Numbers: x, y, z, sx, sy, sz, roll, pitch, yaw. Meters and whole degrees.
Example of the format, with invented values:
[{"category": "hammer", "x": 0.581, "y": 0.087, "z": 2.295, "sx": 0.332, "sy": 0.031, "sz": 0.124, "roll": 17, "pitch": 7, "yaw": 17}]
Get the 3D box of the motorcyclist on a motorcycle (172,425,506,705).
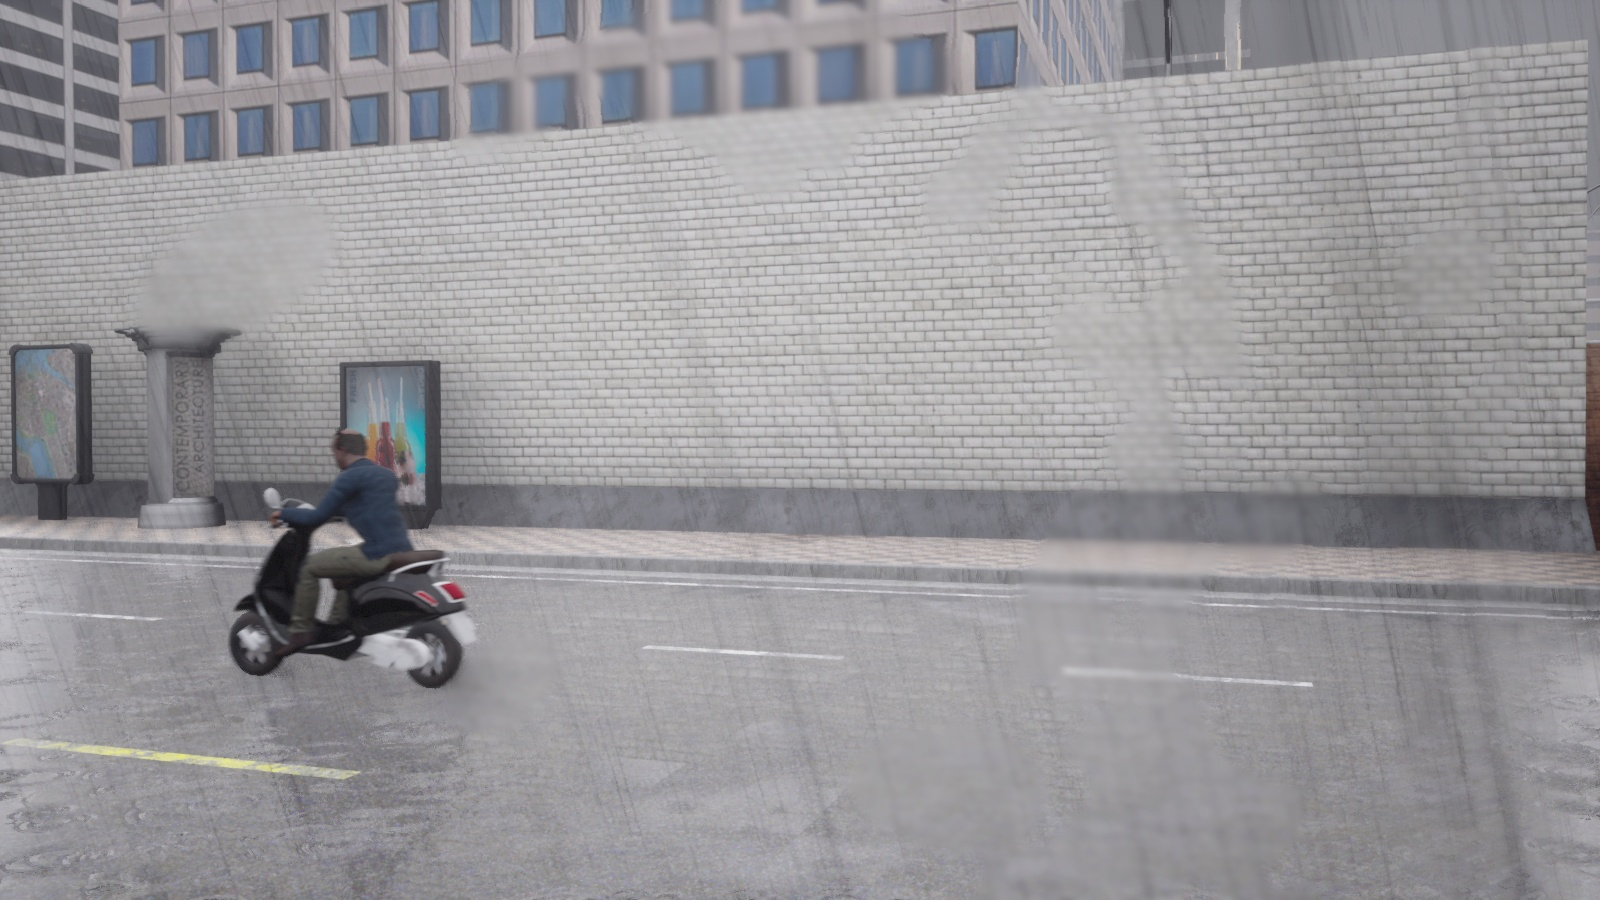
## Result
[{"category": "motorcyclist on a motorcycle", "x": -2.862, "y": 0.644, "z": 7.846, "sx": 1.817, "sy": 1.590, "sz": 0.866, "roll": 1, "pitch": 1, "yaw": 19}]
